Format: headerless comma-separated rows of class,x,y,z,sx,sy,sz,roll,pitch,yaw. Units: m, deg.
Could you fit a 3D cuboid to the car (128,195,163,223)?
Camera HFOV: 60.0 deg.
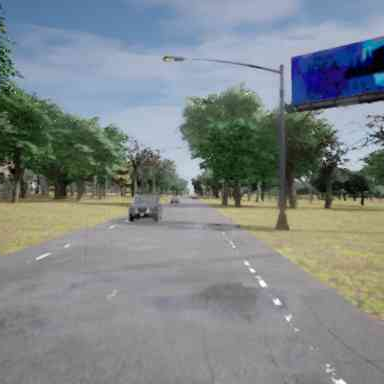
car,-3.611,1.295,26.788,2.150,2.045,5.566,0,0,0

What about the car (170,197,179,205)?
car,-3.531,1.813,68.196,2.033,1.411,5.357,0,0,0
